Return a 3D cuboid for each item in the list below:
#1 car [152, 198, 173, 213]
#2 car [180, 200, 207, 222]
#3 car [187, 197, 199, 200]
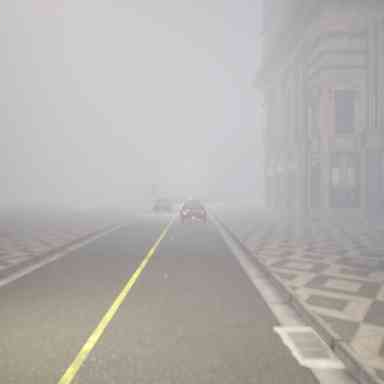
[{"bbox_3d":[-3.045,1.394,34.979,1.837,1.490,4.892,0,0,0],"label":"car"},{"bbox_3d":[0.107,1.525,25.794,1.895,1.301,4.718,0,0,0],"label":"car"},{"bbox_3d":[0.112,1.350,41.878,2.128,1.511,4.902,0,0,0],"label":"car"}]
